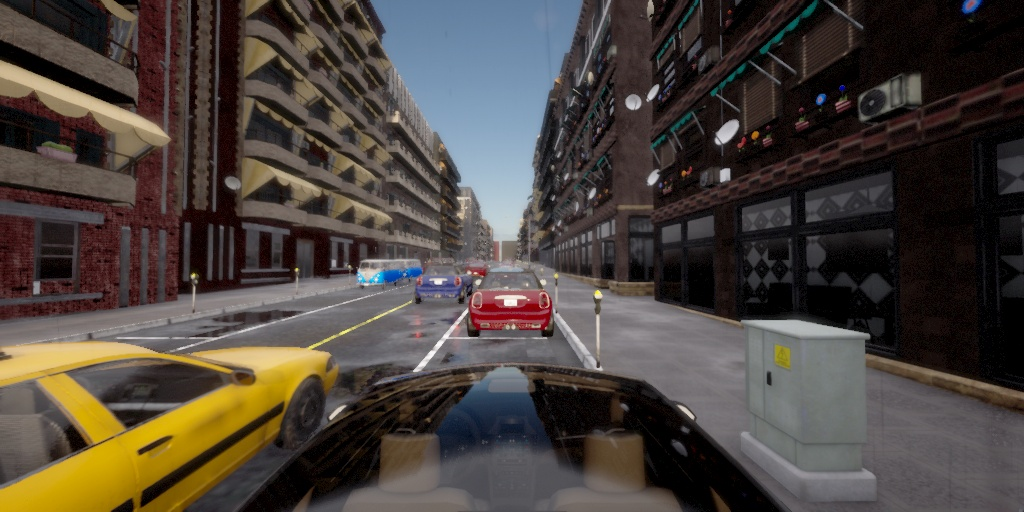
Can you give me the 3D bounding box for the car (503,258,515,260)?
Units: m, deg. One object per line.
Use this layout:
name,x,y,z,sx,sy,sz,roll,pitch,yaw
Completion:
car,-0.445,1.240,39.134,1.967,1.591,4.097,0,0,0

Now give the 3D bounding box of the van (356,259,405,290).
van,-8.335,1.108,22.603,1.690,1.789,3.998,0,0,0

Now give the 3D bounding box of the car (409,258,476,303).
car,-3.019,1.111,16.836,2.097,1.767,4.553,0,0,0

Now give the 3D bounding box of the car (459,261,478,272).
car,-5.775,1.387,48.220,1.994,1.385,4.181,0,0,0

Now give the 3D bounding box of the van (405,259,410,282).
van,-8.335,1.118,28.134,1.690,1.789,3.998,0,0,0

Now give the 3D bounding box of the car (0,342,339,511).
car,-3.020,1.206,2.196,1.801,1.575,5.366,0,0,0

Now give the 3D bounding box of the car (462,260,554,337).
car,-0.033,1.108,10.473,2.097,1.767,4.553,0,0,0

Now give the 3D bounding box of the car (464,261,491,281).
car,-3.015,1.262,32.221,1.882,1.535,5.008,0,0,0
